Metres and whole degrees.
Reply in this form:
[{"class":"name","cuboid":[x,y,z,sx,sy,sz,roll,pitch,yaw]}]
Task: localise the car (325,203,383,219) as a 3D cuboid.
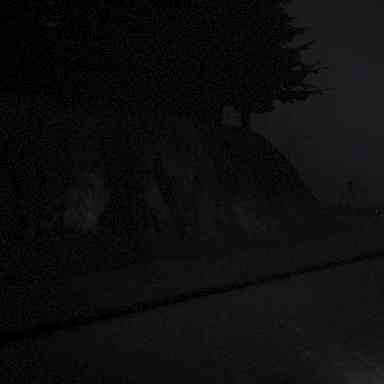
[{"class":"car","cuboid":[14.247,1.601,29.003,1.895,1.301,4.718,0,0,-36]}]
